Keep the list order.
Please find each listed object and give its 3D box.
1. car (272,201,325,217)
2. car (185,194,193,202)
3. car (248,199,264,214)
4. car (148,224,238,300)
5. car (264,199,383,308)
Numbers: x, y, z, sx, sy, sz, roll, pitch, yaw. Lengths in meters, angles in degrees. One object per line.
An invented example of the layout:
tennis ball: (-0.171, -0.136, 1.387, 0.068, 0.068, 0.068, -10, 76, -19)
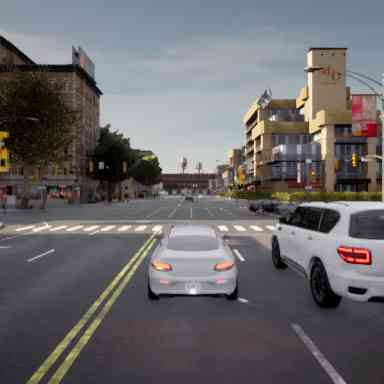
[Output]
car: (9.755, 1.556, 30.707, 4.181, 1.385, 1.994, 0, 0, 0)
car: (-0.634, 1.482, 76.010, 1.837, 1.490, 4.892, 0, 0, 0)
car: (8.293, 1.469, 34.213, 5.008, 1.535, 1.882, 0, 0, 0)
car: (0.015, 1.524, 8.261, 1.812, 1.442, 4.674, 0, 0, 0)
car: (3.514, 1.219, 8.029, 2.150, 2.045, 5.566, 0, 0, 0)
